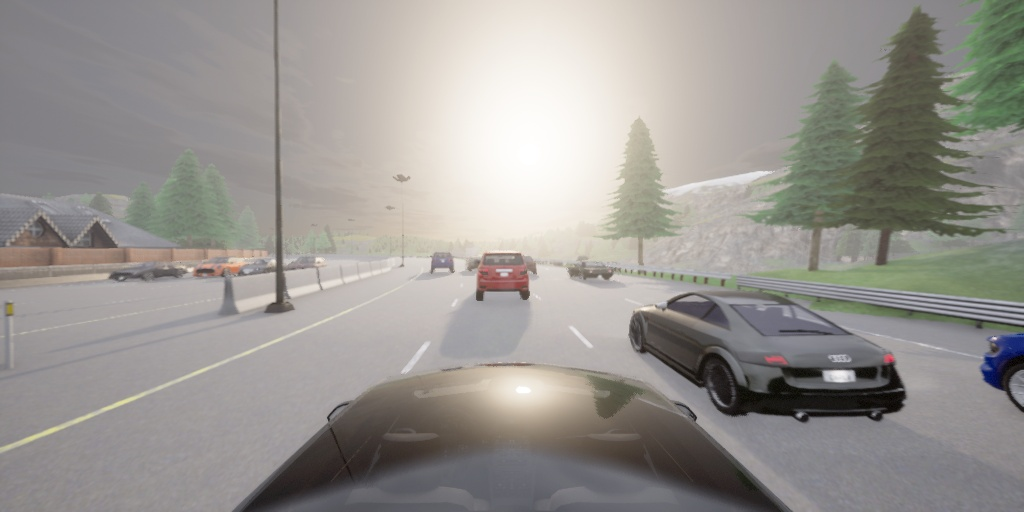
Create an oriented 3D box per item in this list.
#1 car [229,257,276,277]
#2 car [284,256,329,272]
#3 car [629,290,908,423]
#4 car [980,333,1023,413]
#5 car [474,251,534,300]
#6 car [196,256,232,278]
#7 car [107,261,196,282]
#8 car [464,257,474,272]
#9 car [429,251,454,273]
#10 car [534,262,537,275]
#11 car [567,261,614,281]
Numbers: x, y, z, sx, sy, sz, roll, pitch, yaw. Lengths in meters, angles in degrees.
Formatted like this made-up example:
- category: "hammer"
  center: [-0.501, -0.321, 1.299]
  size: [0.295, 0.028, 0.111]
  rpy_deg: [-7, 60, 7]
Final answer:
- category: "car"
  center: [-20.352, 0.972, 29.390]
  size: [2.128, 1.511, 4.902]
  rpy_deg: [0, 1, -11]
- category: "car"
  center: [-16.846, 0.811, 29.639]
  size: [2.097, 1.767, 4.553]
  rpy_deg: [0, 1, -11]
- category: "car"
  center: [3.476, 1.240, 5.875]
  size: [1.994, 1.385, 4.181]
  rpy_deg: [0, 1, -2]
- category: "car"
  center: [7.040, 1.181, 2.516]
  size: [1.882, 1.535, 5.008]
  rpy_deg: [0, 1, 0]
- category: "car"
  center: [-0.552, 0.774, 16.597]
  size: [2.150, 2.045, 5.566]
  rpy_deg: [0, 1, -5]
- category: "car"
  center: [-23.981, 0.846, 29.672]
  size: [2.097, 1.767, 4.553]
  rpy_deg: [0, 1, -11]
- category: "car"
  center: [-26.988, 1.095, 26.940]
  size: [2.033, 1.411, 5.357]
  rpy_deg: [0, 1, -10]
- category: "car"
  center: [-3.798, 0.797, 37.184]
  size: [1.837, 1.490, 4.892]
  rpy_deg: [0, 1, -13]
- category: "car"
  center: [-7.065, 0.545, 36.062]
  size: [2.150, 2.045, 5.566]
  rpy_deg: [0, 1, -13]
- category: "car"
  center: [0.732, 0.688, 32.087]
  size: [2.097, 1.767, 4.553]
  rpy_deg: [-1, 1, -10]
- category: "car"
  center: [5.383, 1.004, 25.412]
  size: [1.895, 1.301, 4.718]
  rpy_deg: [0, 1, -8]
